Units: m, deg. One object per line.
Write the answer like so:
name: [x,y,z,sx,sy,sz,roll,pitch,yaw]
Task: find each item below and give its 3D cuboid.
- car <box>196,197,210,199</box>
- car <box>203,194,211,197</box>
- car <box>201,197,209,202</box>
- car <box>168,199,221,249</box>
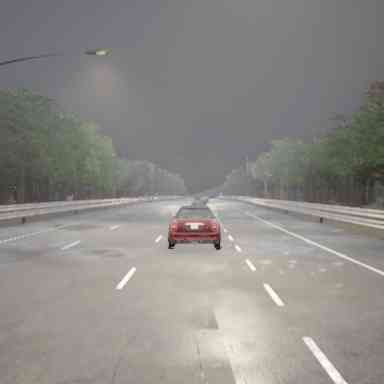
car: [0.845,1.599,40.084,2.033,1.411,5.357,0,0,2]
car: [2.258,1.686,67.046,2.033,1.411,5.357,0,0,3]
car: [3.254,1.835,84.376,1.895,1.301,4.718,0,0,3]
car: [0.130,1.365,14.844,2.097,1.767,4.553,0,0,1]
